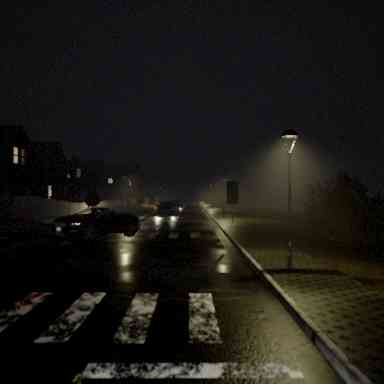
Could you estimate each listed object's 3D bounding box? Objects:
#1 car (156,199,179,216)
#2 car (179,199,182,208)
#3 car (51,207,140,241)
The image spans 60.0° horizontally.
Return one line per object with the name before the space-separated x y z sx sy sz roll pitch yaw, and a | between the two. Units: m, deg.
car | -2.768 1.733 36.286 1.882 1.535 5.008 0 0 0
car | -2.778 1.895 57.651 1.882 1.535 5.008 0 -1 0
car | -4.566 1.516 16.507 2.128 1.511 4.902 1 -4 29
